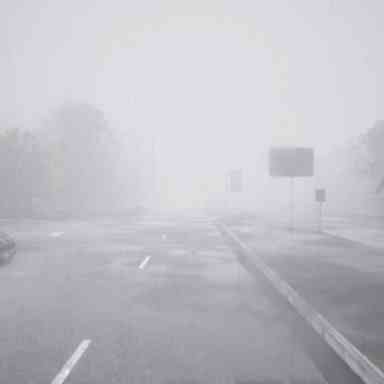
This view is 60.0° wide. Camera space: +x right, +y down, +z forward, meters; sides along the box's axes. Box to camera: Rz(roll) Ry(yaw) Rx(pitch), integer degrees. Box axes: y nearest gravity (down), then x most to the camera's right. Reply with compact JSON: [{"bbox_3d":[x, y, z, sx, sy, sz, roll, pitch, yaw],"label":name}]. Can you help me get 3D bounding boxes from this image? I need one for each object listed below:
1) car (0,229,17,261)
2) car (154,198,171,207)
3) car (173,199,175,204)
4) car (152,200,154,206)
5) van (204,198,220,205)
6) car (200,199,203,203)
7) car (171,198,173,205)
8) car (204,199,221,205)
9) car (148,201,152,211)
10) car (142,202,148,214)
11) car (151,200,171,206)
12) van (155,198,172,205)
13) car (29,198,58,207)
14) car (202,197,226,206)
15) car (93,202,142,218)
[{"bbox_3d":[-8.352,1.491,10.983,4.553,1.767,2.185,0,-1,0],"label":"car"},{"bbox_3d":[-7.745,2.468,73.492,5.008,1.535,2.097,0,-1,1],"label":"car"},{"bbox_3d":[-7.597,2.608,87.415,4.553,1.767,2.185,0,-1,0],"label":"car"},{"bbox_3d":[-8.008,2.117,45.010,4.674,1.452,2.002,0,-1,1],"label":"car"},{"bbox_3d":[5.612,2.637,92.952,4.442,1.987,1.878,0,-1,0],"label":"van"},{"bbox_3d":[5.351,2.315,78.942,5.566,2.045,2.435,0,-1,1],"label":"car"},{"bbox_3d":[-7.705,2.564,79.059,5.008,1.535,2.097,0,-1,1],"label":"car"},{"bbox_3d":[5.506,2.673,90.147,4.553,1.767,2.185,0,-1,0],"label":"car"},{"bbox_3d":[-8.045,2.034,41.862,5.008,1.535,2.097,0,-1,1],"label":"car"},{"bbox_3d":[-8.064,1.991,38.589,4.892,1.521,2.231,0,-1,1],"label":"car"},{"bbox_3d":[-7.678,2.658,81.845,4.674,1.452,2.002,0,-1,1],"label":"car"},{"bbox_3d":[-7.722,2.569,90.198,4.442,1.987,1.878,0,-1,0],"label":"van"},{"bbox_3d":[-26.170,1.761,58.499,4.553,1.767,2.097,1,2,0],"label":"car"},{"bbox_3d":[5.360,2.518,76.137,4.892,1.521,2.231,0,-1,1],"label":"car"},{"bbox_3d":[-8.096,1.986,35.313,4.674,1.452,2.002,0,-1,1],"label":"car"}]
